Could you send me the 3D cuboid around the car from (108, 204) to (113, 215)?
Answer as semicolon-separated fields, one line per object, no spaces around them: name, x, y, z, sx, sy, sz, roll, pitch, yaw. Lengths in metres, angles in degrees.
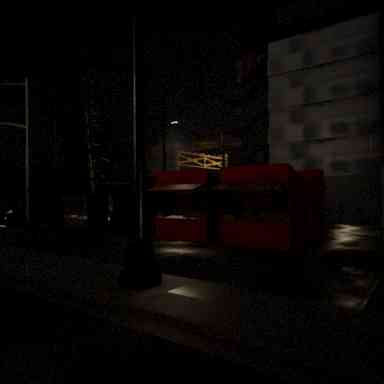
car;-7.191;1.663;34.121;1.812;1.442;4.674;-1;-1;36

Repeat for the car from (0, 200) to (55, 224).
car;-12.900;1.491;26.270;2.097;1.767;4.553;-1;-1;36
